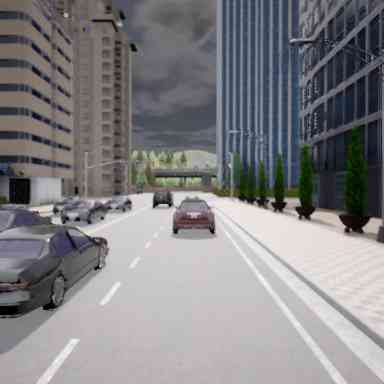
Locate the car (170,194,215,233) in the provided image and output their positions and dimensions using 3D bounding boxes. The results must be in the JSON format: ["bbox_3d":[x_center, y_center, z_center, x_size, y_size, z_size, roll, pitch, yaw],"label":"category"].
[{"bbox_3d":[0.099,1.161,18.202,2.097,1.767,4.553,0,1,0],"label":"car"}]

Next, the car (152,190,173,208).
[{"bbox_3d":[-3.410,0.765,39.548,2.150,2.045,5.566,0,1,1],"label":"car"}]

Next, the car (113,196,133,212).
[{"bbox_3d":[-7.016,1.119,32.416,2.128,1.511,4.902,0,1,0],"label":"car"}]

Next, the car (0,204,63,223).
[{"bbox_3d":[-7.099,1.418,12.656,2.033,1.411,5.357,0,1,0],"label":"car"}]

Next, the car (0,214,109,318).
[{"bbox_3d":[-3.403,1.483,7.613,2.033,1.411,5.357,0,1,0],"label":"car"}]

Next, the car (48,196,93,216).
[{"bbox_3d":[-10.542,1.154,29.286,2.128,1.511,4.902,0,1,1],"label":"car"}]

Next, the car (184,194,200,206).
[{"bbox_3d":[0.037,1.055,44.125,1.994,1.385,4.181,0,1,1],"label":"car"}]

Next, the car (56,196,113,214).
[{"bbox_3d":[-7.082,1.245,22.168,2.128,1.511,4.902,0,1,0],"label":"car"}]
